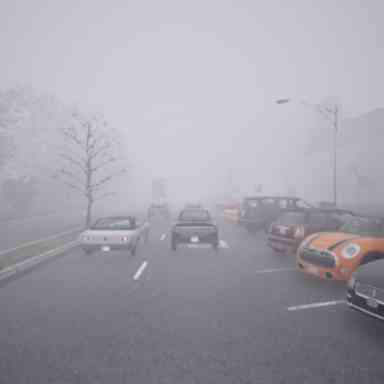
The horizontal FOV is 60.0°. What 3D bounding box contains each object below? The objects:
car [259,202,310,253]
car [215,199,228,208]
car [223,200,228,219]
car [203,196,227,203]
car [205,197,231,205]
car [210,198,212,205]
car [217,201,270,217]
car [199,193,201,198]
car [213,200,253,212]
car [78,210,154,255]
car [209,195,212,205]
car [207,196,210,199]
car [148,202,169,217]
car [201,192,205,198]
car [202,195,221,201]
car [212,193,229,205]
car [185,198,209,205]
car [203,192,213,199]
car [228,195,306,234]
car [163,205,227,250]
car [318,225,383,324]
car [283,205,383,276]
[{"bbox_3d":[5.064,1.381,11.991,4.553,1.767,2.185,1,-1,-20],"label":"car"},{"bbox_3d":[4.946,1.578,26.934,5.366,1.575,1.946,1,0,-20],"label":"car"},{"bbox_3d":[5.288,1.564,24.068,5.366,1.575,1.946,1,-1,-20],"label":"car"},{"bbox_3d":[5.181,1.719,75.028,4.792,1.488,2.163,1,1,-20],"label":"car"},{"bbox_3d":[5.195,1.786,66.031,4.674,1.452,2.002,1,1,-20],"label":"car"},{"bbox_3d":[5.135,1.684,39.006,5.008,1.535,2.097,1,-1,-20],"label":"car"},{"bbox_3d":[5.105,1.660,32.989,4.792,1.488,2.163,1,0,-20],"label":"car"},{"bbox_3d":[5.202,1.632,87.033,4.792,1.488,2.163,1,1,-20],"label":"car"},{"bbox_3d":[5.150,1.748,42.006,4.674,1.452,2.002,1,0,-20],"label":"car"},{"bbox_3d":[-2.891,1.628,13.444,1.895,1.301,4.718,0,0,0],"label":"car"},{"bbox_3d":[5.185,1.603,45.017,4.553,1.767,2.185,1,0,-20],"label":"car"},{"bbox_3d":[5.189,1.788,51.030,4.792,1.488,2.163,1,0,-20],"label":"car"},{"bbox_3d":[-2.859,1.614,29.980,2.128,1.511,4.902,0,0,0],"label":"car"},{"bbox_3d":[5.162,1.510,63.011,5.566,2.045,2.435,1,1,-20],"label":"car"},{"bbox_3d":[5.228,1.621,90.052,4.674,1.452,2.002,1,0,-20],"label":"car"},{"bbox_3d":[5.105,1.356,29.988,5.566,2.045,2.435,1,0,-20],"label":"car"},{"bbox_3d":[0.140,1.614,29.981,2.128,1.511,4.902,0,0,0],"label":"car"},{"bbox_3d":[5.197,1.515,54.030,5.566,2.045,2.435,1,0,-20],"label":"car"},{"bbox_3d":[5.132,1.279,18.018,5.566,2.045,2.435,1,-1,-20],"label":"car"},{"bbox_3d":[0.111,1.522,14.433,2.128,1.511,4.902,0,0,0],"label":"car"},{"bbox_3d":[5.090,1.495,5.995,4.892,1.521,2.231,1,0,-20],"label":"car"},{"bbox_3d":[5.122,1.375,9.005,4.553,1.767,2.185,1,0,-20],"label":"car"}]
